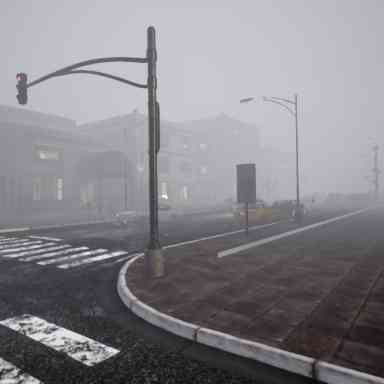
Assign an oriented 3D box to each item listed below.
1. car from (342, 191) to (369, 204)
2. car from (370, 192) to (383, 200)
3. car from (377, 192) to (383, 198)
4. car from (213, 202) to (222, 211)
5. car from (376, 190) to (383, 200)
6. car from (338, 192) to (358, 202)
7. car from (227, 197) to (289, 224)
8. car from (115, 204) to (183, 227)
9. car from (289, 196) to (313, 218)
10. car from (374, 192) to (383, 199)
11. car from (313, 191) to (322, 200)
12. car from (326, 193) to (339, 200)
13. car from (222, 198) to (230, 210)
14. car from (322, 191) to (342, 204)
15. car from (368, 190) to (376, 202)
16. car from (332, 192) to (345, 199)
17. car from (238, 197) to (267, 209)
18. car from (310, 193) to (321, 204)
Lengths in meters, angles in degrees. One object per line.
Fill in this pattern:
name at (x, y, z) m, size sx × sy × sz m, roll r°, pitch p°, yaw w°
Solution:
car at (22.927, 0.898, 46.443) m, size 1.882 × 1.535 × 5.008 m, roll -1°, pitch 0°, yaw 36°
car at (36.914, 0.771, 66.398) m, size 1.947 × 1.339 × 4.313 m, roll -1°, pitch 0°, yaw 36°
car at (43.254, 0.652, 75.091) m, size 1.887 × 1.381 × 4.507 m, roll -1°, pitch 0°, yaw 36°
car at (3.985, 1.290, 35.415) m, size 1.752 × 1.417 × 4.829 m, roll -1°, pitch 0°, yaw 36°
car at (33.654, 0.570, 61.925) m, size 2.192 × 1.841 × 5.009 m, roll -1°, pitch 0°, yaw 36°
car at (26.651, 0.869, 56.728) m, size 2.128 × 1.511 × 4.902 m, roll -1°, pitch 0°, yaw 36°
car at (4.441, 1.242, 21.811) m, size 1.752 × 1.417 × 4.829 m, roll -1°, pitch 0°, yaw 36°
car at (-2.747, 1.460, 21.784) m, size 1.895 × 1.301 × 4.718 m, roll -1°, pitch 0°, yaw 36°
car at (7.599, 1.217, 26.146) m, size 2.008 × 1.369 × 4.403 m, roll -1°, pitch 0°, yaw 36°
car at (40.171, 0.721, 70.871) m, size 1.947 × 1.339 × 4.313 m, roll -1°, pitch 0°, yaw 36°
car at (23.625, 0.769, 62.388) m, size 2.192 × 1.841 × 5.009 m, roll -1°, pitch 0°, yaw 36°
car at (30.143, 0.935, 71.333) m, size 1.802 × 1.307 × 4.206 m, roll -1°, pitch 0°, yaw 36°
car at (5.376, 1.218, 32.942) m, size 2.128 × 1.511 × 4.902 m, roll -1°, pitch 0°, yaw 36°
car at (21.414, 0.811, 49.532) m, size 2.097 × 1.767 × 4.553 m, roll -1°, pitch 0°, yaw 36°
car at (27.053, 0.860, 52.098) m, size 1.837 × 1.490 × 4.892 m, roll -1°, pitch 0°, yaw 36°
car at (33.399, 0.743, 75.805) m, size 1.967 × 1.590 × 4.097 m, roll -1°, pitch 0°, yaw 36°
car at (7.343, 1.293, 40.026) m, size 1.802 × 1.307 × 4.206 m, roll -1°, pitch 0°, yaw 36°
car at (16.643, 1.172, 48.238) m, size 1.895 × 1.301 × 4.718 m, roll -1°, pitch 0°, yaw 36°
